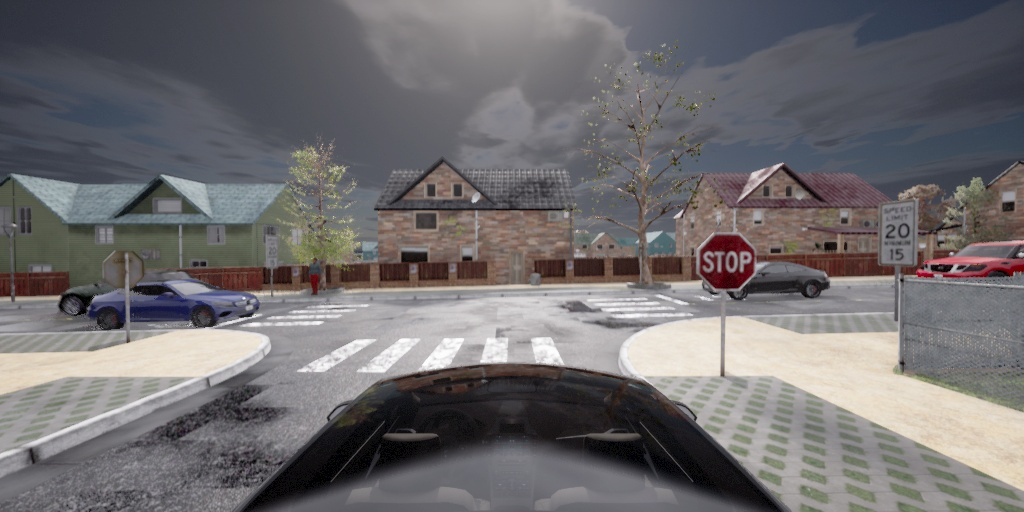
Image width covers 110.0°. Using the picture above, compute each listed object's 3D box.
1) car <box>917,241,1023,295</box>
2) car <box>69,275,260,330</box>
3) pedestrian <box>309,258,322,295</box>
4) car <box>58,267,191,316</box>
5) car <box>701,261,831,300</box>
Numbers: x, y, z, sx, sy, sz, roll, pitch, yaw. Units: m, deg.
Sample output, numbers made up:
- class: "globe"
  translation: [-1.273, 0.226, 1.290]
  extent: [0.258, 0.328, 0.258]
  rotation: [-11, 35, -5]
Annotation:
- class: "car"
  translation: [20.272, 0.409, 14.756]
  extent: [5.566, 2.045, 2.150]
  rotation: [-2, 1, -1]
- class: "car"
  translation: [-10.918, 1.498, 11.711]
  extent: [4.674, 1.442, 1.812]
  rotation: [-1, 1, 0]
- class: "pedestrian"
  translation: [-9.674, 0.991, 17.570]
  extent: [0.375, 1.860, 0.375]
  rotation: [0, 2, 0]
- class: "car"
  translation: [-15.352, 1.382, 14.652]
  extent: [4.553, 1.767, 2.097]
  rotation: [-1, 1, 0]
- class: "car"
  translation: [10.323, 0.950, 14.727]
  extent: [4.674, 1.442, 1.812]
  rotation: [-1, 1, 0]
